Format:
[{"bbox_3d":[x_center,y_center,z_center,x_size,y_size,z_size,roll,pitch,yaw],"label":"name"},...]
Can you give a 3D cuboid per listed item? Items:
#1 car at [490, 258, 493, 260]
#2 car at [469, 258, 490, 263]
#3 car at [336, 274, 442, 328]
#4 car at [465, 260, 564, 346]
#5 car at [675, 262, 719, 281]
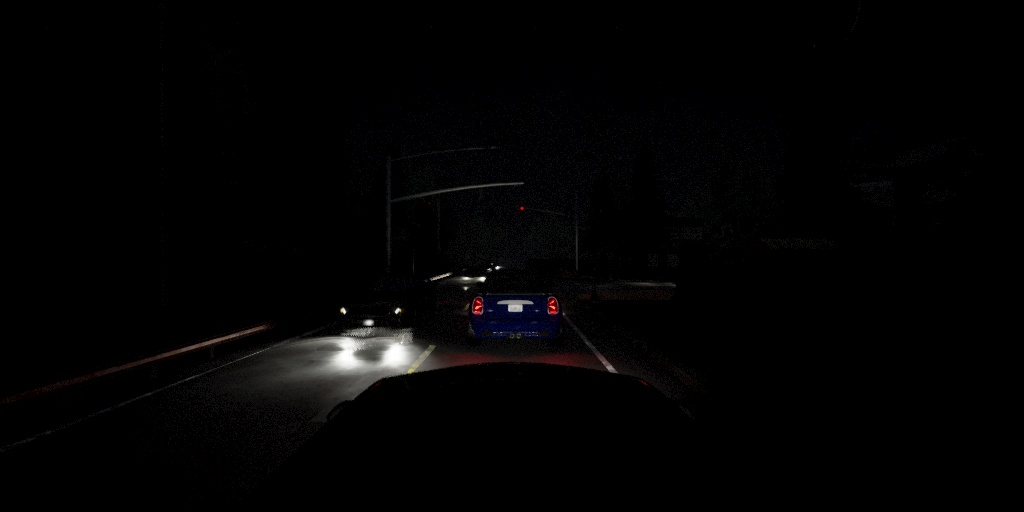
[{"bbox_3d":[-3.596,1.101,52.932,2.097,1.767,4.553,0,0,0],"label":"car"},{"bbox_3d":[-3.592,1.228,35.988,1.882,1.535,5.008,0,0,0],"label":"car"},{"bbox_3d":[-3.598,1.297,11.666,2.033,1.411,5.357,0,0,0],"label":"car"},{"bbox_3d":[0.078,1.102,9.560,2.097,1.767,4.553,0,0,0],"label":"car"},{"bbox_3d":[14.864,1.259,27.095,4.553,1.767,2.097,0,0,5],"label":"car"}]
